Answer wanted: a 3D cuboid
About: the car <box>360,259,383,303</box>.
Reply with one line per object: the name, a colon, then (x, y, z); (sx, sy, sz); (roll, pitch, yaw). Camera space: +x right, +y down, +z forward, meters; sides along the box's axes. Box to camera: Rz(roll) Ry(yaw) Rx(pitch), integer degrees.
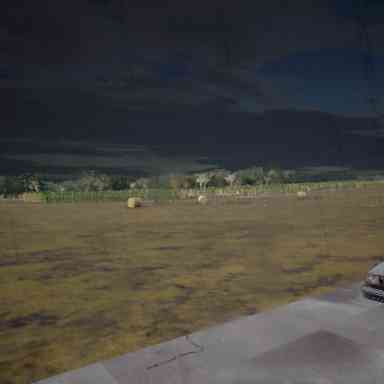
car: (5.817, 1.539, 7.149); (5.357, 1.411, 2.033); (0, 0, -36)
